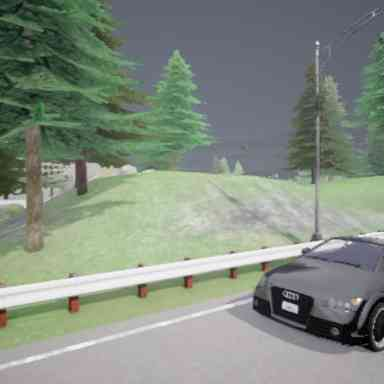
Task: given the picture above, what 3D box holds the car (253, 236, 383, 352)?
[{"bbox_3d":[3.107,1.555,6.182,4.181,1.385,1.994,0,0,-35],"label":"car"}]
